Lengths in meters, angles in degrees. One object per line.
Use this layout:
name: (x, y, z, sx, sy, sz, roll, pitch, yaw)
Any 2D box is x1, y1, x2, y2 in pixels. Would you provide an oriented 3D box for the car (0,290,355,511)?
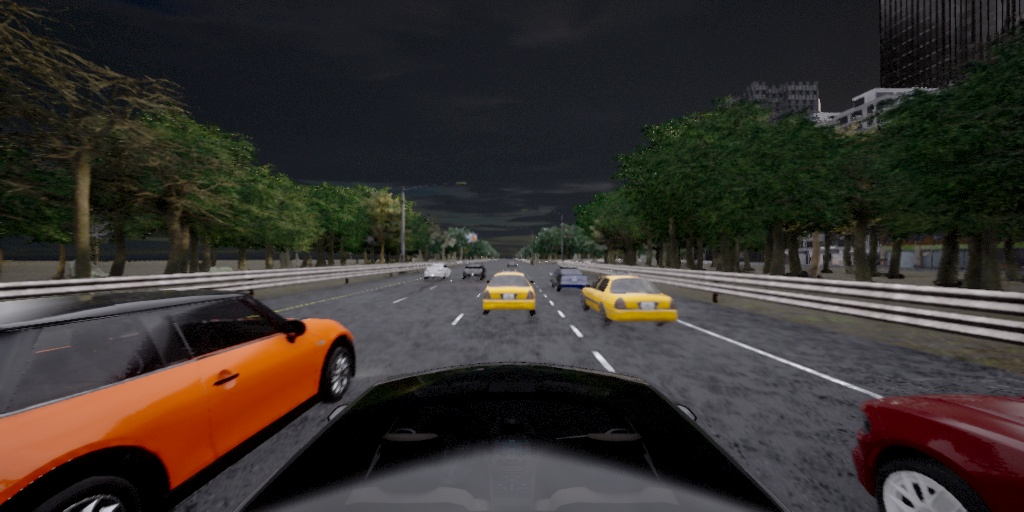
car: (-3.403, 1.111, 3.562, 2.097, 1.767, 4.553, 0, 0, 0)

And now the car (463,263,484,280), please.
car: (-3.411, 1.405, 33.508, 2.128, 1.511, 4.902, 0, 0, 0)

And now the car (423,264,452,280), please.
car: (-6.908, 1.439, 33.507, 1.812, 1.442, 4.674, 0, 0, 0)

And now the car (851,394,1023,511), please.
car: (3.500, 1.222, 0.613, 1.882, 1.535, 5.008, 0, 0, 0)

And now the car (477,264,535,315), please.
car: (-0.081, 1.269, 13.895, 1.801, 1.575, 5.366, 0, 0, 0)

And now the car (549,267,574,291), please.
car: (3.494, 1.406, 22.613, 2.033, 1.411, 5.357, 0, 0, 0)

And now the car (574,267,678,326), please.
car: (3.497, 1.259, 11.804, 1.801, 1.575, 5.366, 0, 0, 0)
